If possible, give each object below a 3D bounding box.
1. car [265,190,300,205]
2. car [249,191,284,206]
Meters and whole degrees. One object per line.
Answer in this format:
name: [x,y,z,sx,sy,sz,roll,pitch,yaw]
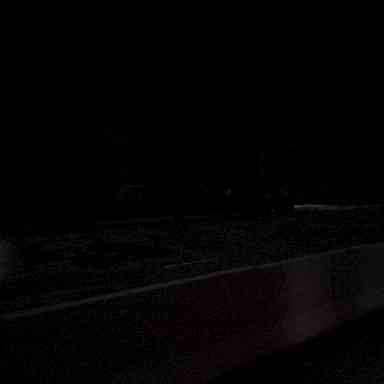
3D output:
car: [12.090,0.702,45.936,2.150,2.045,5.566,-1,1,-39]
car: [9.240,1.010,43.998,1.882,1.535,5.008,-1,1,-35]
